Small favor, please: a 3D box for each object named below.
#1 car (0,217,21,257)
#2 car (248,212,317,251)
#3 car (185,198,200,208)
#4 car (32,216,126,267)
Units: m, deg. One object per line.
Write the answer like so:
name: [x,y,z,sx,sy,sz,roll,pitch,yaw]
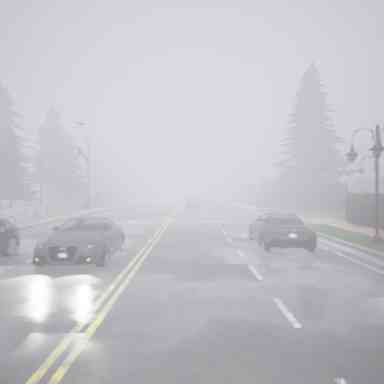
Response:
car: [-7.037,1.474,9.959,1.837,1.490,4.892,0,0,1]
car: [3.600,1.519,13.870,1.994,1.385,4.181,0,0,0]
car: [0.100,1.423,43.632,1.994,1.385,4.181,0,0,0]
car: [-3.528,1.527,11.079,1.994,1.385,4.181,0,0,0]
